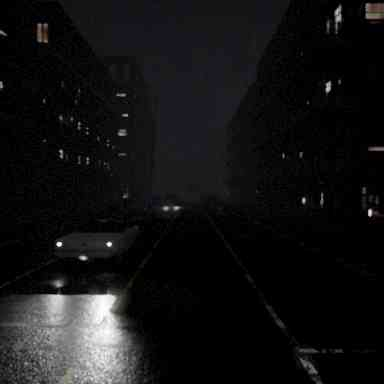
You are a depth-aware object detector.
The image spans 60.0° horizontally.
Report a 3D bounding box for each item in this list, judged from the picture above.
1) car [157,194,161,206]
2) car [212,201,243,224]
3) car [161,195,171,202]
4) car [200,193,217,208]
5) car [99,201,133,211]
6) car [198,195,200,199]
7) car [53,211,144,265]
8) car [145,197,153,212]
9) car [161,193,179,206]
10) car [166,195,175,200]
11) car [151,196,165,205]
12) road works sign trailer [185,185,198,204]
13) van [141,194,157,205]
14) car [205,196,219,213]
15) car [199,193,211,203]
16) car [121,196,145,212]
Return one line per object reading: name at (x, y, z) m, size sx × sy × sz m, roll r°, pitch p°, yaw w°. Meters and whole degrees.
car at (-5.758, 1.235, 51.948) m, size 2.192 × 1.841 × 5.009 m, roll -1°, pitch 0°, yaw 0°
car at (2.652, 1.544, 23.920) m, size 1.802 × 1.307 × 4.206 m, roll -1°, pitch 0°, yaw 0°
car at (-5.792, 1.469, 74.356) m, size 1.802 × 1.307 × 4.206 m, roll -1°, pitch 0°, yaw 0°
car at (2.620, 1.243, 46.328) m, size 2.192 × 1.841 × 5.009 m, roll -1°, pitch 0°, yaw 0°
car at (-5.696, 1.545, 23.938) m, size 1.802 × 1.307 × 4.206 m, roll -1°, pitch 0°, yaw 0°
car at (2.605, 1.226, 57.532) m, size 2.192 × 1.841 × 5.009 m, roll -1°, pitch 0°, yaw 0°
car at (-3.106, 1.583, 11.741) m, size 1.895 × 1.301 × 4.718 m, roll 0°, pitch 0°, yaw 0°
car at (-5.710, 1.496, 35.142) m, size 2.008 × 1.369 × 4.403 m, roll -1°, pitch 0°, yaw 0°
car at (-3.142, 1.142, 51.538) m, size 2.150 × 2.045 × 5.566 m, roll 0°, pitch 0°, yaw 0°
car at (-5.813, 1.414, 91.163) m, size 2.008 × 1.369 × 4.403 m, roll -1°, pitch 0°, yaw 0°
car at (-5.779, 1.462, 57.551) m, size 2.008 × 1.369 × 4.403 m, roll -1°, pitch 0°, yaw 0°
road works sign trailer at (-0.072, 0.365, 63.377) m, size 2.380 × 3.560 × 2.880 m, roll 0°, pitch 0°, yaw 0°
van at (-5.720, 1.278, 40.744) m, size 1.690 × 1.788 × 3.998 m, roll -1°, pitch 0°, yaw 0°
car at (2.637, 1.470, 35.294) m, size 1.752 × 1.417 × 4.829 m, roll -1°, pitch 0°, yaw 0°
car at (2.592, 1.209, 68.736) m, size 2.192 × 1.841 × 5.009 m, roll -1°, pitch 0°, yaw 0°
car at (-5.705, 1.394, 29.540) m, size 1.967 × 1.590 × 4.097 m, roll -1°, pitch 0°, yaw 0°
